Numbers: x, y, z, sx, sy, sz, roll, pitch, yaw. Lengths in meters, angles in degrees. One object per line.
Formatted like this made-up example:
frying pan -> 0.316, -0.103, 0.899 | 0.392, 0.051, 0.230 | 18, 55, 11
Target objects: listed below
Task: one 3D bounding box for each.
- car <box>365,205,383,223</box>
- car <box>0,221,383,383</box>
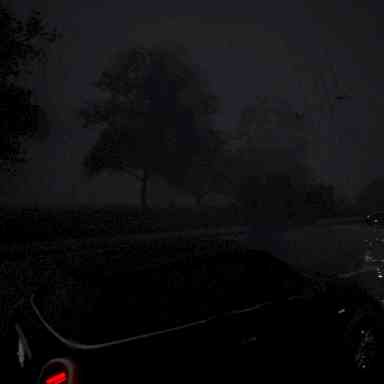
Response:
car -> 13.403, 1.538, 22.147 | 4.674, 1.442, 1.812 | 0, 0, -35
car -> 0.322, 1.353, 3.977 | 4.553, 1.767, 2.097 | 0, 0, -35
